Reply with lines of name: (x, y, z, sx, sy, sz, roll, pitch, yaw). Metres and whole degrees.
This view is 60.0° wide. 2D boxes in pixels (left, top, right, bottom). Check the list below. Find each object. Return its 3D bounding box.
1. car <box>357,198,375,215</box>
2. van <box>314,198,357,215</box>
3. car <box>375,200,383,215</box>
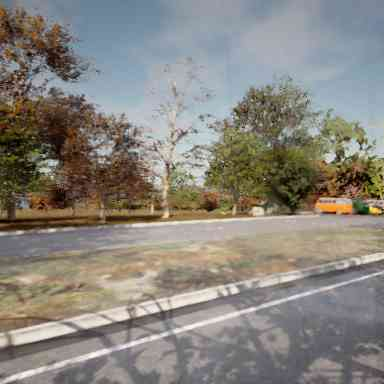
car: (19.559, 1.822, 42.314, 2.435, 2.045, 5.566, 2, -1, -35)
van: (17.152, 1.756, 40.709, 1.878, 1.987, 4.442, 2, -1, -35)
car: (21.929, 2.168, 43.741, 1.946, 1.575, 5.366, 2, -1, -35)
